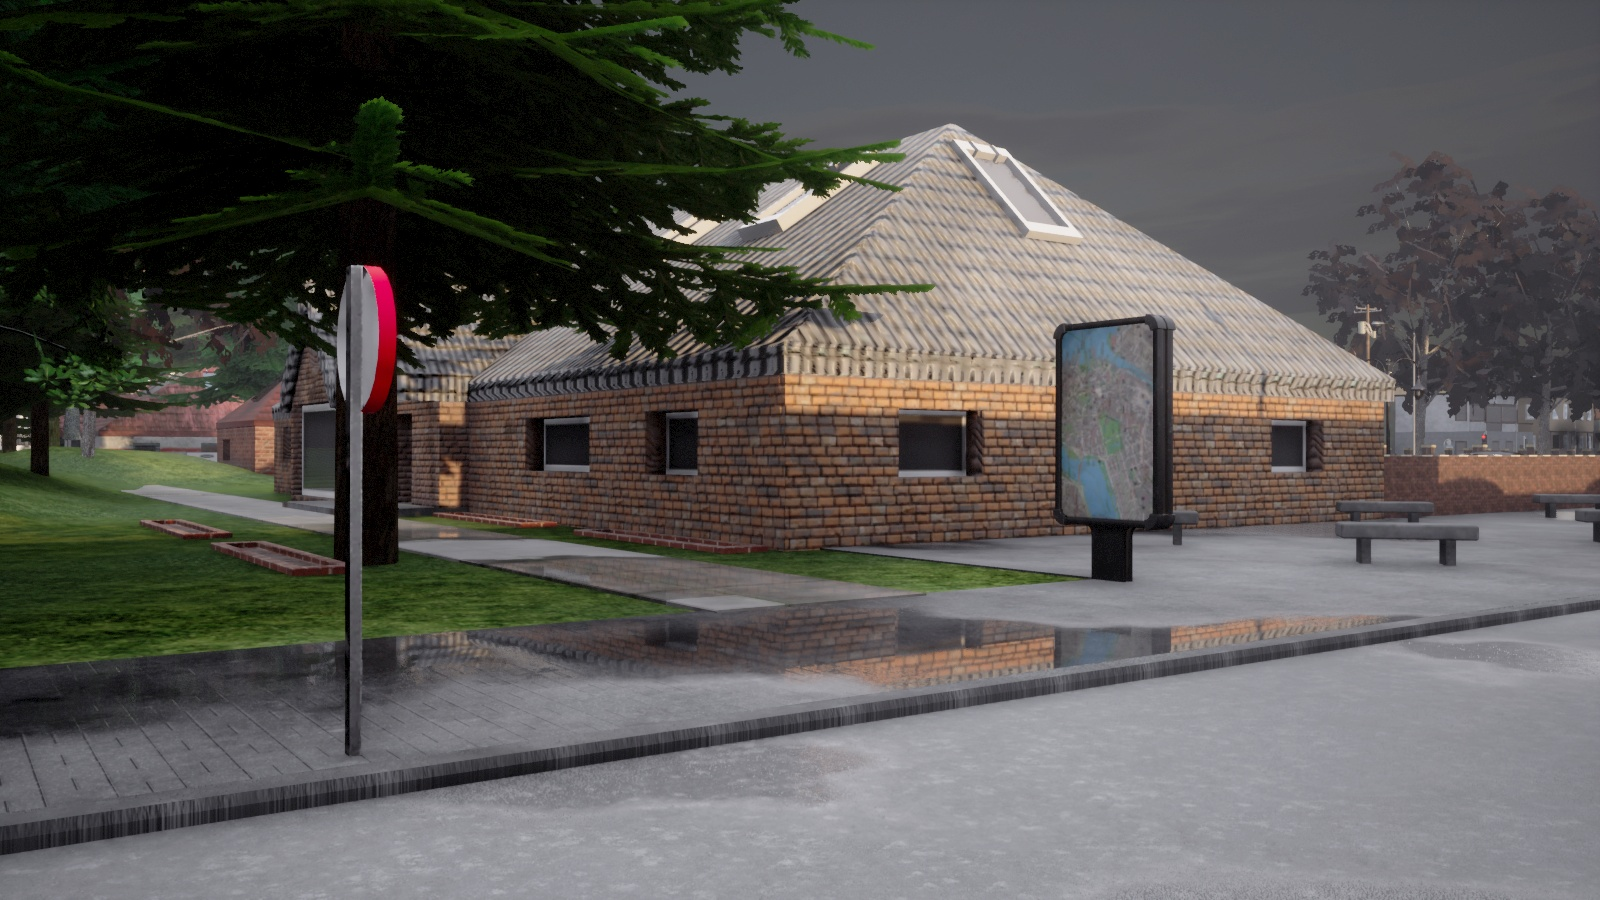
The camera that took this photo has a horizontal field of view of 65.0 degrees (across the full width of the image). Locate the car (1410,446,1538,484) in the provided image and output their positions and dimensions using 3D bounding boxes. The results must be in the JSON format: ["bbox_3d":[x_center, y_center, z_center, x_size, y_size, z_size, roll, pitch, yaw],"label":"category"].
[{"bbox_3d":[30.707,0.664,57.341,2.242,1.667,4.611,0,0,-37],"label":"car"}]
